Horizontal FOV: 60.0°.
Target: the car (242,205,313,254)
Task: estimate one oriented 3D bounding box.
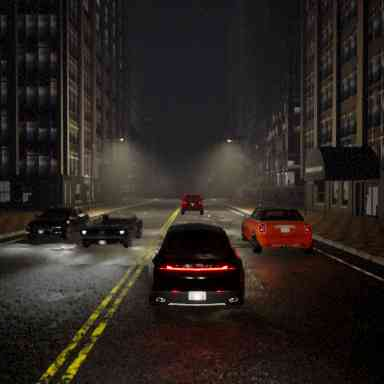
[{"bbox_3d":[3.304,1.346,13.709,2.097,1.767,4.553,0,0,2],"label":"car"}]

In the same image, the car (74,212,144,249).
[{"bbox_3d":[-3.377,1.594,14.755,1.895,1.301,4.718,0,0,0],"label":"car"}]

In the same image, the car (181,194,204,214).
[{"bbox_3d":[0.035,1.198,33.684,2.150,2.045,5.566,0,0,0],"label":"car"}]

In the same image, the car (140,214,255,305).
[{"bbox_3d":[0.084,1.502,8.029,1.837,1.490,4.892,0,0,0],"label":"car"}]

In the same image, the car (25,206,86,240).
[{"bbox_3d":[-6.630,1.497,16.995,1.837,1.490,4.892,0,0,0],"label":"car"}]
